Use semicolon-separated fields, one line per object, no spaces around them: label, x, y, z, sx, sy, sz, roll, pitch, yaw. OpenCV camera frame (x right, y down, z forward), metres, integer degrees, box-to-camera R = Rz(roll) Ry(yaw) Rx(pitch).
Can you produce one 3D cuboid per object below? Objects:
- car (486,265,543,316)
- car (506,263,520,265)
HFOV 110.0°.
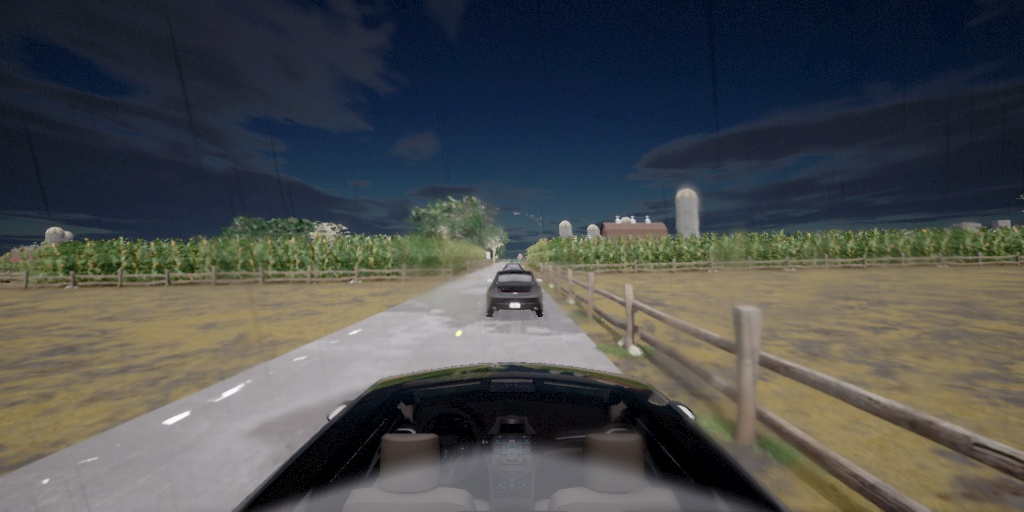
car;0.101;1.254;13.345;1.837;1.490;4.892;0;0;0
car;0.104;1.307;30.931;1.994;1.385;4.181;0;0;0
